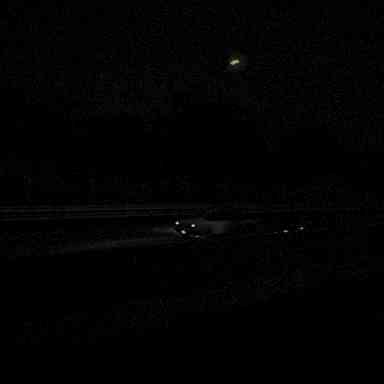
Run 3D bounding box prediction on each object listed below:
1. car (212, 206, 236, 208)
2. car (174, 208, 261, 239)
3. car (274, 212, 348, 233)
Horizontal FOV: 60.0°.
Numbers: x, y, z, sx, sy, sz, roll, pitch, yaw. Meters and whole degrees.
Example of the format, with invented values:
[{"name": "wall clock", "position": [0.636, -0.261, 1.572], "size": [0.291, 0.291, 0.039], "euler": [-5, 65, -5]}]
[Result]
[{"name": "car", "position": [1.945, 1.677, 22.541], "size": [4.674, 1.442, 1.812], "euler": [1, 0, -35]}, {"name": "car", "position": [1.392, 1.717, 17.857], "size": [4.718, 1.301, 1.895], "euler": [1, 0, -35]}, {"name": "car", "position": [6.112, 1.720, 16.916], "size": [4.181, 1.385, 1.994], "euler": [1, 0, -35]}]
